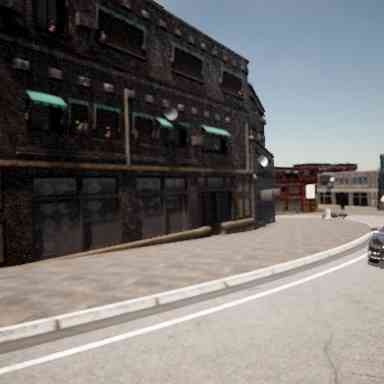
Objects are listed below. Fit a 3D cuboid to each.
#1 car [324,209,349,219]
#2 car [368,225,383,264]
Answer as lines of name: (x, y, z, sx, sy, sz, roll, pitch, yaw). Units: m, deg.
car: (21.872, 3.332, 50.917, 2.033, 1.411, 5.357, -2, -4, -1)
car: (7.635, 1.634, 11.654, 1.837, 1.490, 4.892, 0, -1, 41)
